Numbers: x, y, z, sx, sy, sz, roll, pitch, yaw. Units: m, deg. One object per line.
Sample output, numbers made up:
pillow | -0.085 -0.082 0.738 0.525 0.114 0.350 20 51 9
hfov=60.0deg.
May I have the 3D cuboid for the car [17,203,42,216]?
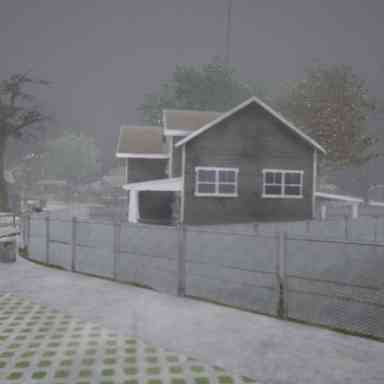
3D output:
car | -20.633 2.189 42.444 2.128 1.511 4.902 1 -1 -8
